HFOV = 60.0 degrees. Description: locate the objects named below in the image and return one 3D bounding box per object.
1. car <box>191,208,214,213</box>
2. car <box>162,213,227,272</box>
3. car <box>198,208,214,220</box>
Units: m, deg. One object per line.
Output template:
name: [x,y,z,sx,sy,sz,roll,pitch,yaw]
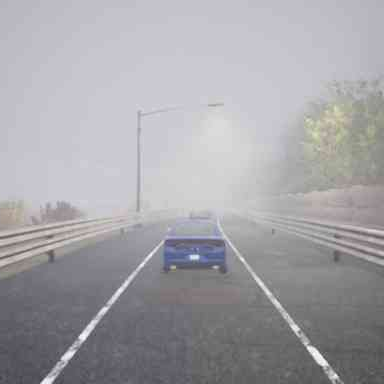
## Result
car: [0.579,2.141,23.697,2.128,1.511,4.902,0,-2,2]
car: [0.109,1.682,11.468,1.882,1.535,5.008,0,-2,1]
car: [2.119,3.079,47.752,2.128,1.511,4.902,0,-2,4]
